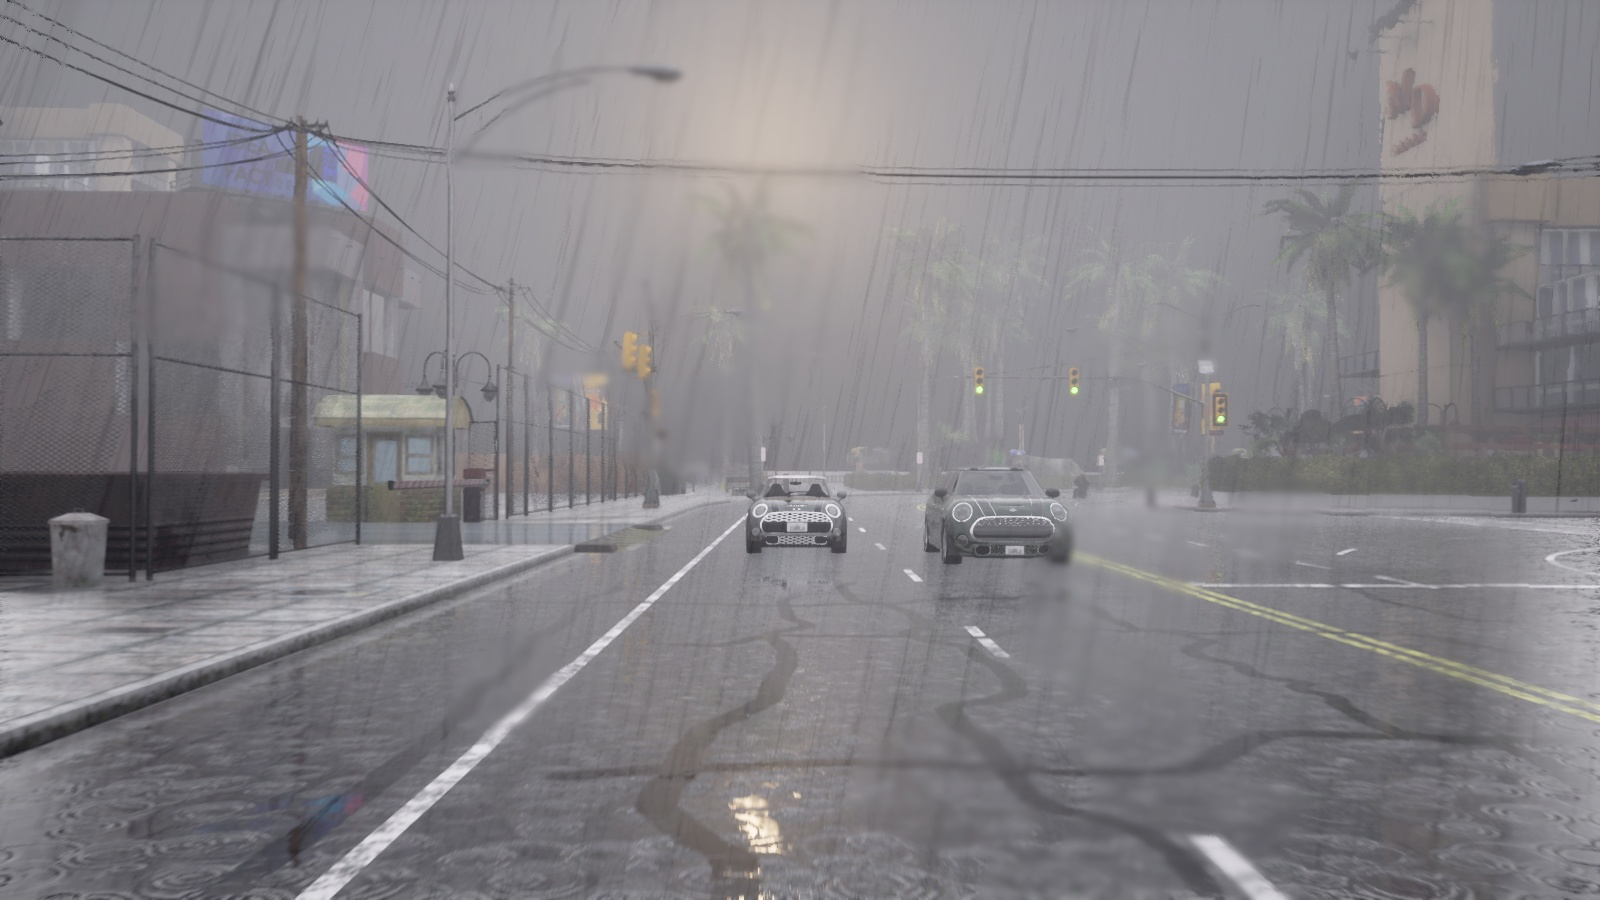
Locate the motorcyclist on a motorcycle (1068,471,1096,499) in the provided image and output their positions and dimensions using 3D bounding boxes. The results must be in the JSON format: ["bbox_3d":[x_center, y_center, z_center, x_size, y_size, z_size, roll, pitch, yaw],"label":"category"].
[{"bbox_3d":[15.809,1.965,70.379,0.866,1.530,2.191,0,-1,30],"label":"motorcyclist on a motorcycle"}]

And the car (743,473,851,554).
[{"bbox_3d":[-0.058,1.196,24.839,1.970,1.475,3.806,0,-1,0],"label":"car"}]

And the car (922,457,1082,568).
[{"bbox_3d":[3.447,1.033,22.327,2.097,1.767,4.553,0,-1,0],"label":"car"}]
